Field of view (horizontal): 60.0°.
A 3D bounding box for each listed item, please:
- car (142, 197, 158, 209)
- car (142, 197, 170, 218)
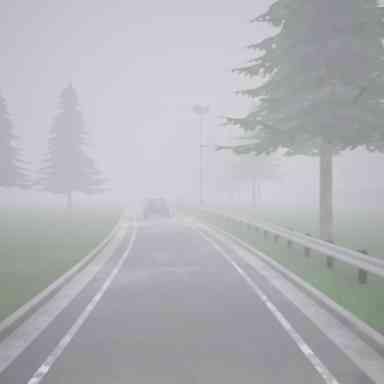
[{"bbox_3d":[-5.721,1.419,44.930,2.033,1.411,5.357,0,0,-7],"label":"car"},{"bbox_3d":[-3.189,1.269,29.238,2.097,1.767,4.553,0,0,-10],"label":"car"}]
